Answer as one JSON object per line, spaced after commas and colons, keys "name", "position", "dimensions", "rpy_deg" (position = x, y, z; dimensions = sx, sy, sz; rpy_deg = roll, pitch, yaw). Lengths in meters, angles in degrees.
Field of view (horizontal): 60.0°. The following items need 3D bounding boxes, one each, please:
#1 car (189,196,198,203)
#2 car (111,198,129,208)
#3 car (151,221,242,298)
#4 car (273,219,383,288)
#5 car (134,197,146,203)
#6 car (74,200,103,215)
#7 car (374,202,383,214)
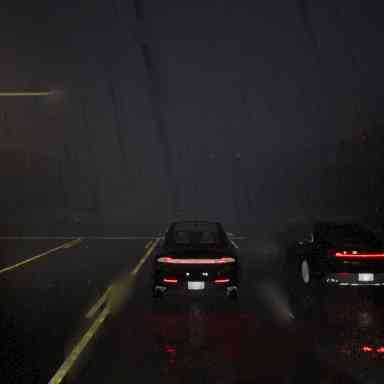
{"name": "car", "position": [0.270, 1.491, 66.878], "dimensions": [2.128, 1.511, 4.902], "rpy_deg": [0, 0, 0]}
{"name": "car", "position": [-10.473, 1.564, 48.614], "dimensions": [1.994, 1.385, 4.181], "rpy_deg": [0, 0, 0]}
{"name": "car", "position": [0.097, 1.492, 8.498], "dimensions": [2.128, 1.511, 4.902], "rpy_deg": [0, 0, 0]}
{"name": "car", "position": [3.602, 1.505, 9.261], "dimensions": [1.837, 1.490, 4.892], "rpy_deg": [0, 0, 1]}
{"name": "car", "position": [-10.350, 1.601, 66.280], "dimensions": [1.895, 1.301, 4.718], "rpy_deg": [0, 0, 1]}
{"name": "car", "position": [-10.513, 1.525, 34.199], "dimensions": [1.812, 1.442, 4.674], "rpy_deg": [0, 0, 0]}
{"name": "car", "position": [18.114, 1.061, 28.293], "dimensions": [4.902, 1.511, 2.128], "rpy_deg": [-5, 0, 0]}
